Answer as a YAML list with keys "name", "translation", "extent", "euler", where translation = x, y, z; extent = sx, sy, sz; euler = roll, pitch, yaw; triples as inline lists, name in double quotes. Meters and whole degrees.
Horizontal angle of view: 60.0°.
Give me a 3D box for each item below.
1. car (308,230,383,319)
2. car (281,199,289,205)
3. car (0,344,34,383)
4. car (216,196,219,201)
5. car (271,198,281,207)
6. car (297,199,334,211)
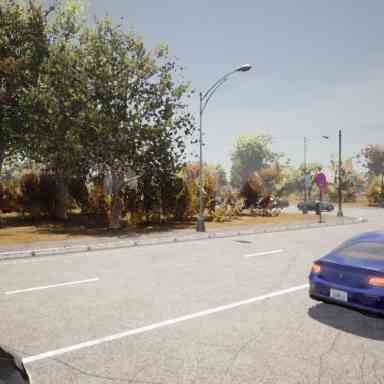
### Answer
- name: "car"
  translation: [4.283, 1.526, 6.809]
  extent: [4.674, 1.442, 1.812]
  euler: [0, 0, -36]
- name: "car"
  translation: [12.118, 1.539, 50.328]
  extent: [2.033, 1.411, 5.357]
  euler: [0, 0, -32]
- name: "car"
  translation: [-3.315, 1.492, 1.381]
  extent: [4.902, 1.511, 2.128]
  euler: [0, 0, -36]
- name: "car"
  translation: [3.980, 1.459, 56.278]
  extent: [1.812, 1.442, 4.674]
  euler: [0, 1, -32]
- name: "car"
  translation: [9.495, 1.216, 47.548]
  extent: [2.150, 2.045, 5.566]
  euler: [0, 0, -33]
- name: "car"
  translation: [14.613, 1.564, 39.458]
  extent: [1.994, 1.385, 4.181]
  euler: [0, 0, -32]
